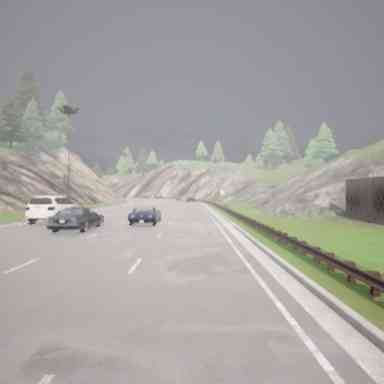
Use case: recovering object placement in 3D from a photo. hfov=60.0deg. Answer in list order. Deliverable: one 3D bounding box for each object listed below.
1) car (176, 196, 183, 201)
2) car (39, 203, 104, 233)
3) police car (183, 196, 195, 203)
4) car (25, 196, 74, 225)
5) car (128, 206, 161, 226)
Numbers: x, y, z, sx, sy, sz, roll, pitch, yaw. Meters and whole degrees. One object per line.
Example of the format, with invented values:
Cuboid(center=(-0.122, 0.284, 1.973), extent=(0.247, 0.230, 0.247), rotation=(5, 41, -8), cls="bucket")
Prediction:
Cuboid(center=(-2.196, 1.728, 89.662), extent=(1.801, 1.575, 5.366), rotation=(0, 0, -12), cls="car")
Cuboid(center=(-6.852, 1.609, 20.061), extent=(2.033, 1.411, 5.357), rotation=(0, 0, 0), cls="car")
Cuboid(center=(-0.384, 1.667, 79.537), extent=(1.930, 1.638, 5.238), rotation=(0, 0, -8), cls="police car")
Cuboid(center=(-10.336, 1.299, 25.020), extent=(2.150, 2.045, 5.566), rotation=(0, 0, 0), cls="car")
Cuboid(center=(-3.336, 1.675, 24.299), extent=(1.895, 1.301, 4.718), rotation=(0, 0, 0), cls="car")
